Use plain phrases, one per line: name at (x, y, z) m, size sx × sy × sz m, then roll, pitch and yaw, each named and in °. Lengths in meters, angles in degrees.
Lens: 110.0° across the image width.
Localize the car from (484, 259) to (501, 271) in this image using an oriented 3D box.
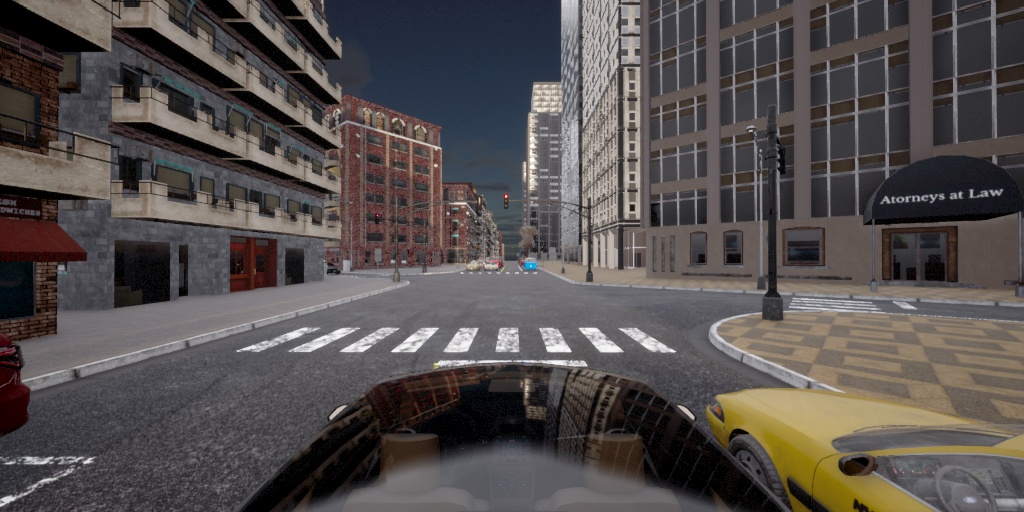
car at (-2.871, 1.396, 50.192) m, size 1.895 × 1.301 × 4.718 m, roll 0°, pitch 0°, yaw -2°

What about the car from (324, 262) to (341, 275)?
car at (-21.309, 1.447, 40.865) m, size 4.892 × 1.490 × 1.837 m, roll -1°, pitch -1°, yaw 41°

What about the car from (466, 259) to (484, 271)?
car at (-5.337, 1.320, 49.908) m, size 1.751 × 1.417 × 4.829 m, roll 0°, pitch 0°, yaw 0°

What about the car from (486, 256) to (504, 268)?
car at (-2.858, 1.037, 59.699) m, size 2.150 × 2.045 × 5.566 m, roll 0°, pitch 0°, yaw 0°

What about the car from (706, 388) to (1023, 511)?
car at (2.566, 1.275, 1.258) m, size 1.751 × 1.417 × 4.829 m, roll 0°, pitch 0°, yaw 0°

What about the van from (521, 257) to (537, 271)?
van at (2.543, 1.136, 50.081) m, size 1.690 × 1.789 × 3.998 m, roll 0°, pitch 0°, yaw 0°

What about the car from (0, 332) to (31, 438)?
car at (-5.314, 1.065, 1.078) m, size 2.192 × 1.841 × 5.009 m, roll 0°, pitch 0°, yaw 0°
